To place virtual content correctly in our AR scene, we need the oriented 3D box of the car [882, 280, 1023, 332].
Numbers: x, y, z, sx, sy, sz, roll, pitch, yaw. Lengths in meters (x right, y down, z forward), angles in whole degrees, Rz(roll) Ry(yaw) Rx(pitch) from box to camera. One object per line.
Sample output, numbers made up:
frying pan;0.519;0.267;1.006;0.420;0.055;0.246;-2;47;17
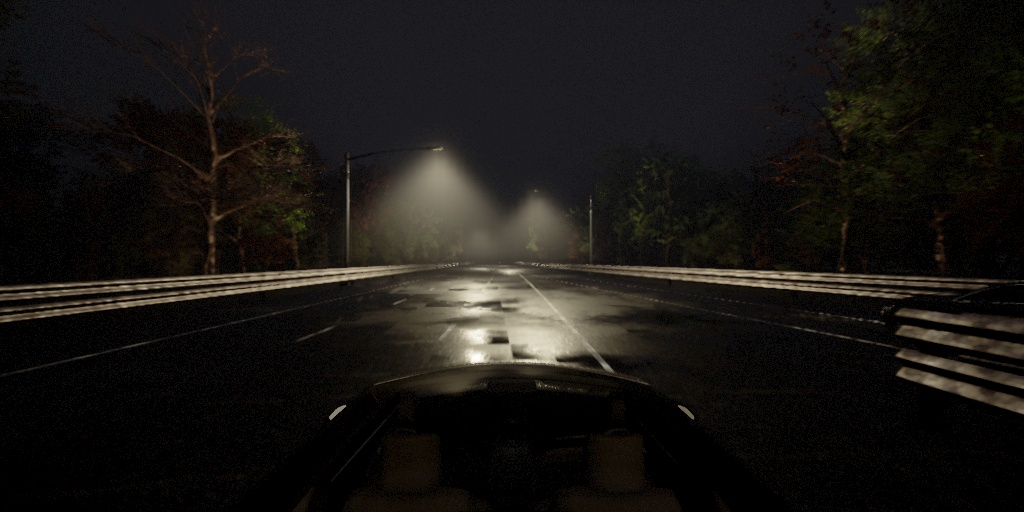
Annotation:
car;10.872;1.264;7.346;2.033;1.649;4.856;0;0;-11
